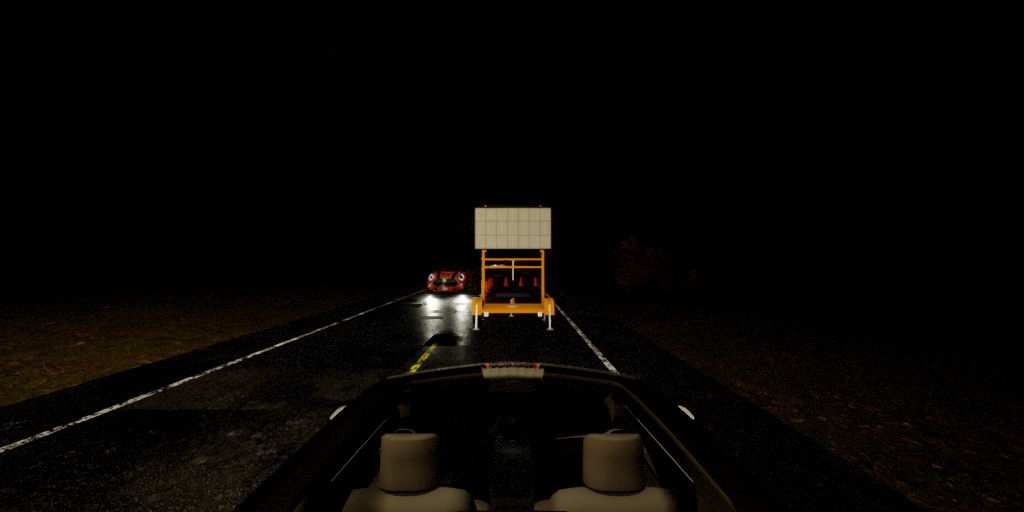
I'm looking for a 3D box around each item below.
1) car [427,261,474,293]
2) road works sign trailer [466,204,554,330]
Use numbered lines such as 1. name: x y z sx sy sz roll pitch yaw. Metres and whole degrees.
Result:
1. car: -3.430 1.106 20.653 2.097 1.767 4.553 0 0 0
2. road works sign trailer: 0.034 0.215 11.107 2.380 3.560 2.880 0 0 0
